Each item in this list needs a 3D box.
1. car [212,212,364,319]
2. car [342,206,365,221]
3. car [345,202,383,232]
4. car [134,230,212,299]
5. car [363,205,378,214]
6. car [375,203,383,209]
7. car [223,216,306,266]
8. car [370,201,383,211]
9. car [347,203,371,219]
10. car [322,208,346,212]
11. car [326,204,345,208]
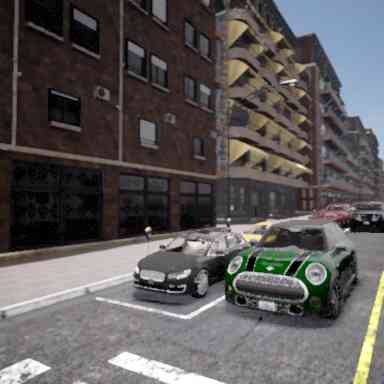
[{"bbox_3d":[2.563,1.507,7.910,2.097,1.767,4.553,-2,-2,33],"label":"car"},{"bbox_3d":[18.072,2.375,37.151,1.752,1.417,4.829,-1,-1,32],"label":"car"},{"bbox_3d":[13.023,1.752,24.374,2.150,2.045,5.566,-1,-2,32],"label":"car"},{"bbox_3d":[0.281,1.756,9.083,2.008,1.369,4.403,0,-1,32],"label":"car"},{"bbox_3d":[30.085,2.856,56.101,1.947,1.339,4.313,-1,-1,32],"label":"car"},{"bbox_3d":[44.987,3.423,79.610,1.802,1.307,4.206,-1,-1,32],"label":"car"},{"bbox_3d":[3.170,1.834,13.642,1.752,1.417,4.829,0,-1,32],"label":"car"},{"bbox_3d":[39.027,2.935,70.211,2.192,1.841,5.009,-1,-1,32],"label":"car"},{"bbox_3d":[21.144,2.277,42.001,2.192,1.841,5.009,-1,-1,32],"label":"car"},{"bbox_3d":[9.222,2.073,23.189,1.887,1.381,4.507,-1,-1,32],"label":"car"},{"bbox_3d":[12.203,1.951,27.896,2.192,1.841,5.009,-1,-1,32],"label":"car"}]
